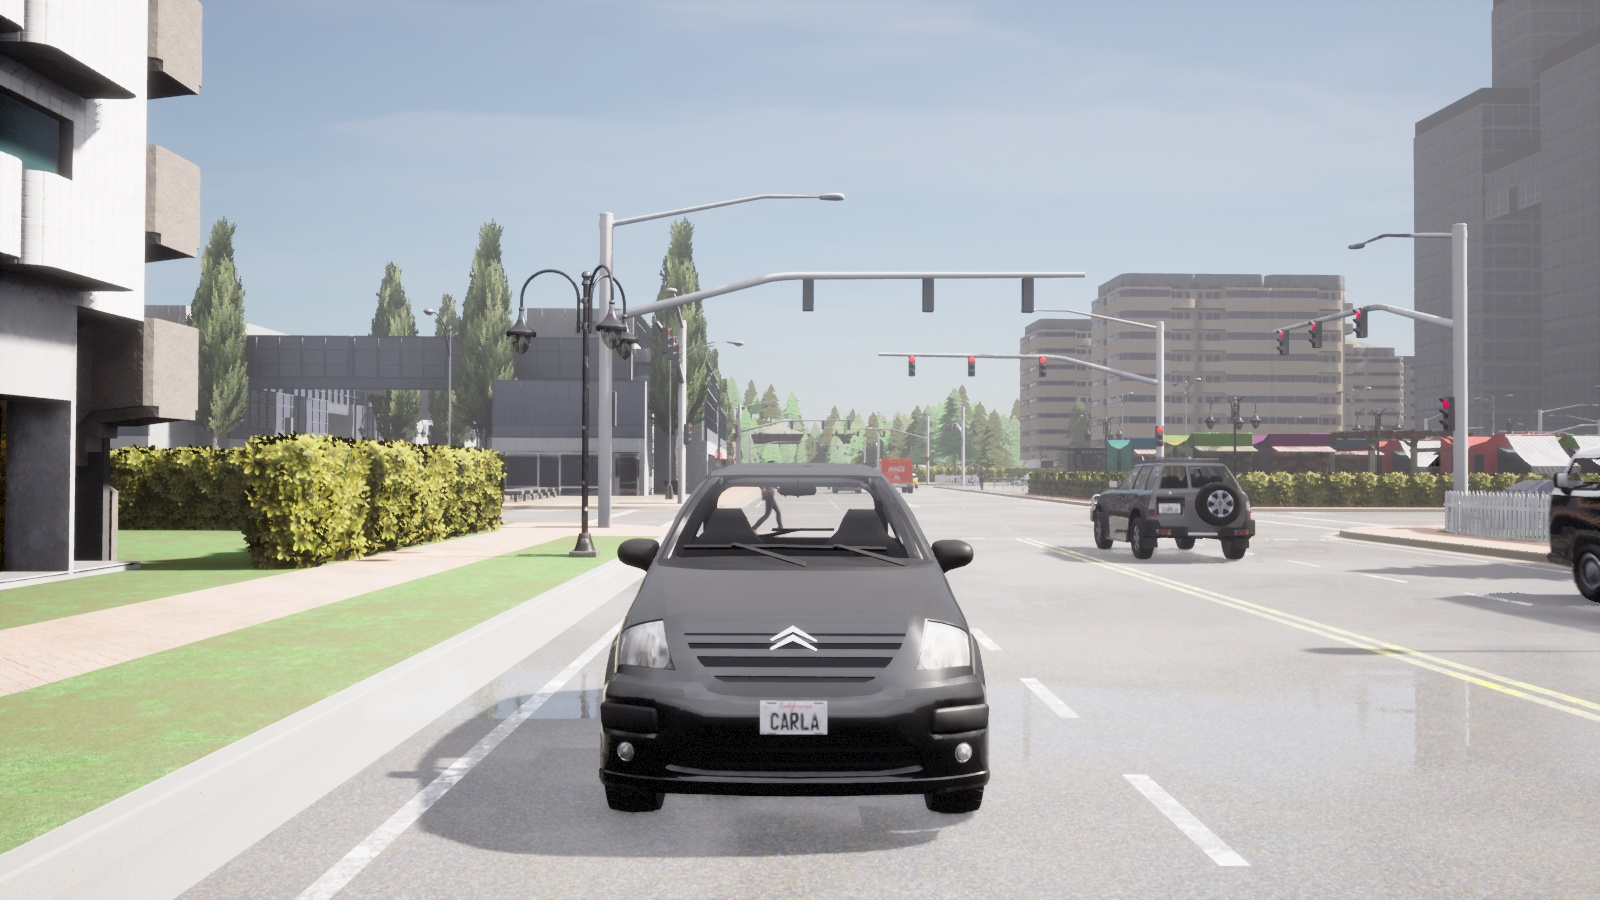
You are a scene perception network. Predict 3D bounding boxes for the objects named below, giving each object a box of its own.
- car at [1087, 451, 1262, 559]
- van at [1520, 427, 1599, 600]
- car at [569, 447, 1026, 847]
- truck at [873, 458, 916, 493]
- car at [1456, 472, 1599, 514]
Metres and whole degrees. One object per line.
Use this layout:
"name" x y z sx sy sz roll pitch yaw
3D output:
"car" 6.944 1.001 23.818 1.932 1.855 4.605 0 -1 0
"van" 10.467 0.734 14.170 2.069 2.038 4.480 0 -1 0
"car" -0.017 0.832 7.098 1.851 1.617 3.988 0 -1 0
"truck" 6.793 1.822 90.831 2.627 2.467 5.204 0 -1 0
"car" 26.297 1.496 44.168 5.357 1.411 2.033 0 -1 -1
